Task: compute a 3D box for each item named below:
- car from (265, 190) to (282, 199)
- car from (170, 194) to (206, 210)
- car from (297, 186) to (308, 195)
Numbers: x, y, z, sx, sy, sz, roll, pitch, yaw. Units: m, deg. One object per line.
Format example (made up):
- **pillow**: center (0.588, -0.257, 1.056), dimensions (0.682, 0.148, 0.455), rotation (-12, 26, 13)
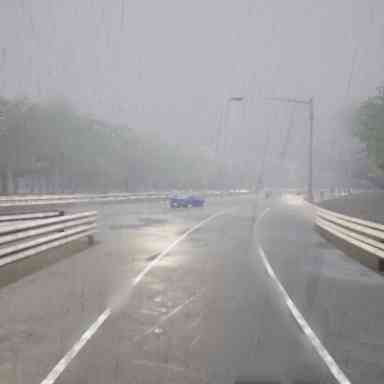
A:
- **car**: center (14.470, 0.413, 58.987), dimensions (1.837, 1.490, 4.892), rotation (1, 2, 31)
- **car**: center (-0.326, 0.950, 33.878), dimensions (1.882, 1.535, 5.008), rotation (1, 2, 30)
- **car**: center (26.713, -0.302, 79.675), dimensions (2.150, 2.045, 5.566), rotation (1, 1, 31)
